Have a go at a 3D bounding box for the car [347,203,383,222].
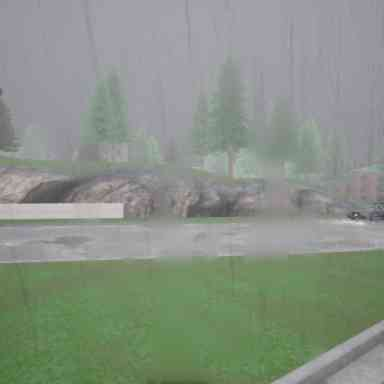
[{"bbox_3d":[14.207,1.561,25.972,4.181,1.385,1.994,0,0,-25],"label":"car"}]
